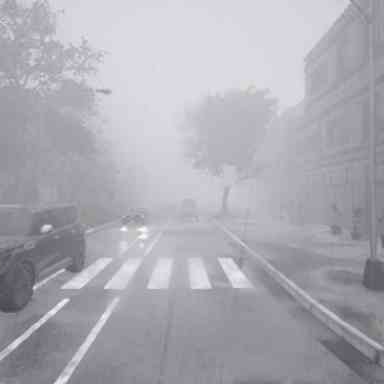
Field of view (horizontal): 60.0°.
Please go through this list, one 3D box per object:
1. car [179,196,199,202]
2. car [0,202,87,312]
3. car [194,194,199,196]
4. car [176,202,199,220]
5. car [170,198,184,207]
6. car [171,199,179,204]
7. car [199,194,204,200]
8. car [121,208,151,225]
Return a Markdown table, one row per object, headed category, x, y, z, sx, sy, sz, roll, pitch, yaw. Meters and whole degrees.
| category | x | y | z | sx | sy | sz | roll | pitch | yaw |
| --- | --- | --- | --- | --- | --- | --- | --- | --- | --- |
| car | -0.428 | 2.023 | 52.665 | 2.150 | 2.045 | 5.566 | 0 | -1 | 1 |
| car | -4.331 | 1.299 | 8.196 | 2.150 | 2.045 | 5.566 | 0 | -1 | 0 |
| car | -0.396 | 1.776 | 88.218 | 2.097 | 1.535 | 5.008 | -1 | 2 | 13 |
| car | -0.305 | 2.044 | 33.667 | 2.033 | 1.411 | 5.357 | 0 | -1 | -1 |
| car | -3.164 | 2.251 | 71.691 | 2.097 | 1.535 | 5.008 | 1 | 2 | 8 |
| car | -3.568 | 2.486 | 65.565 | 2.002 | 1.452 | 4.674 | -2 | 1 | 3 |
| car | 0.900 | 1.584 | 93.775 | 2.231 | 1.521 | 4.892 | 0 | 2 | 15 |
| car | -4.590 | 1.995 | 27.894 | 1.895 | 1.301 | 4.718 | 0 | -1 | 0 |
